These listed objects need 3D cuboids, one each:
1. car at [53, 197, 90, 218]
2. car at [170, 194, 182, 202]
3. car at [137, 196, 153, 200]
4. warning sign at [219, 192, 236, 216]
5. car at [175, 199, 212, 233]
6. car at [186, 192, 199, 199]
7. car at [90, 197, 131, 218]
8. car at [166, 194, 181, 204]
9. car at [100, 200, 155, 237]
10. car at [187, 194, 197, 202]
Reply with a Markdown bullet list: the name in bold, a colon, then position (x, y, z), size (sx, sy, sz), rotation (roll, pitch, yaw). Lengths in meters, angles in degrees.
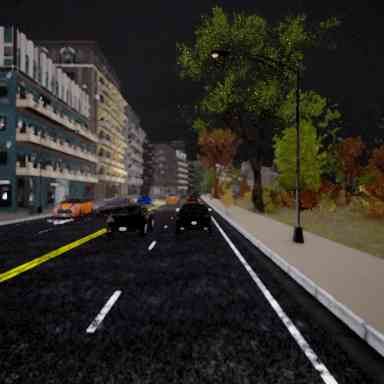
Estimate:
- **car**: position (-9.838, 1.206, 27.897), size (2.097, 1.767, 4.553), rotation (0, 0, 0)
- **car**: position (-3.228, 1.143, 66.992), size (2.128, 1.511, 4.902), rotation (0, 0, 0)
- **car**: position (-6.567, 1.236, 46.528), size (1.882, 1.535, 5.008), rotation (0, 0, 0)
- **warning sign**: position (2.851, 0.974, 26.923), size (1.300, 1.860, 1.060), rotation (-1, 0, 0)
- **car**: position (0.106, 1.377, 19.005), size (1.882, 1.535, 5.008), rotation (0, 0, 0)
- **car**: position (0.019, 1.213, 56.569), size (1.837, 1.490, 4.892), rotation (0, 0, 0)
- **car**: position (-6.592, 1.400, 28.161), size (2.033, 1.411, 5.357), rotation (0, 0, 0)
- **car**: position (-3.231, 1.058, 56.956), size (2.097, 1.767, 4.553), rotation (0, 0, 0)
- **car**: position (-3.145, 1.412, 17.541), size (1.837, 1.490, 4.892), rotation (0, 0, 0)
- **car**: position (0.022, 1.217, 66.992), size (1.994, 1.385, 4.181), rotation (0, 0, 0)
